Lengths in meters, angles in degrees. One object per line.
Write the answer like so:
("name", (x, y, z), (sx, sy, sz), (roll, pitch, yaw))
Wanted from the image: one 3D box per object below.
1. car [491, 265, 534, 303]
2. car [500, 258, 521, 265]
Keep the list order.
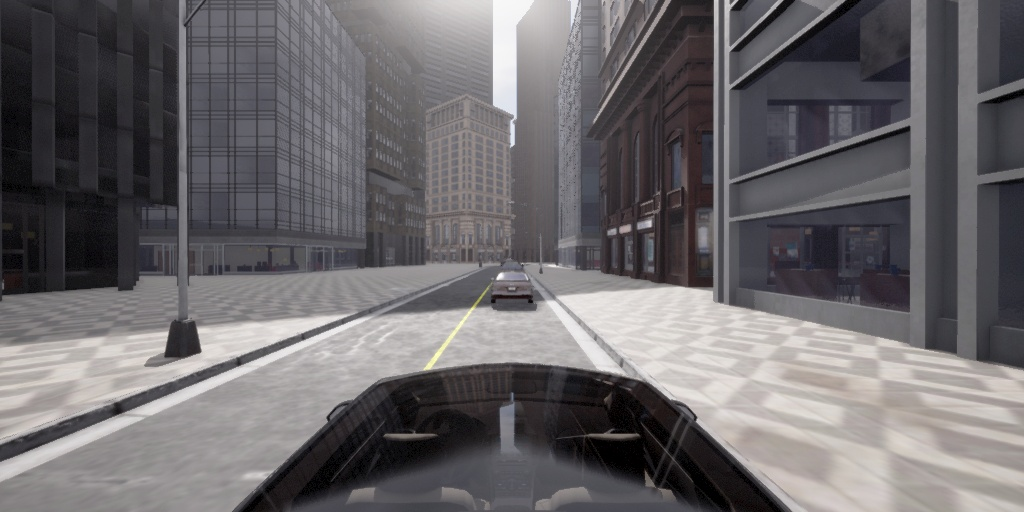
("car", (0.000, 1.320, 16.501), (2.033, 1.411, 5.357), (0, 0, 0))
("car", (0.000, 1.151, 31.472), (2.097, 1.767, 4.553), (0, 0, 0))
